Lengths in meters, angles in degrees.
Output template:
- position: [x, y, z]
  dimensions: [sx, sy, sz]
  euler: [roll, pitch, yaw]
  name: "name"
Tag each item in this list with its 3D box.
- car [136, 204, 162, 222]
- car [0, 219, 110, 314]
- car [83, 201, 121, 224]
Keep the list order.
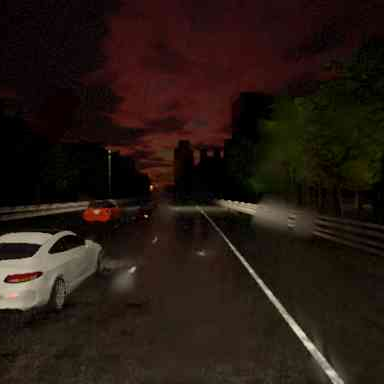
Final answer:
- position: [-3.574, 1.715, 27.944]
  dimensions: [1.812, 1.442, 4.674]
  euler: [0, 0, -1]
  name: "car"
- position: [-3.413, 1.576, 7.595]
  dimensions: [1.812, 1.442, 4.674]
  euler: [0, 0, 0]
  name: "car"
- position: [-7.046, 1.532, 26.602]
  dimensions: [2.097, 1.767, 4.553]
  euler: [0, 0, -1]
  name: "car"
